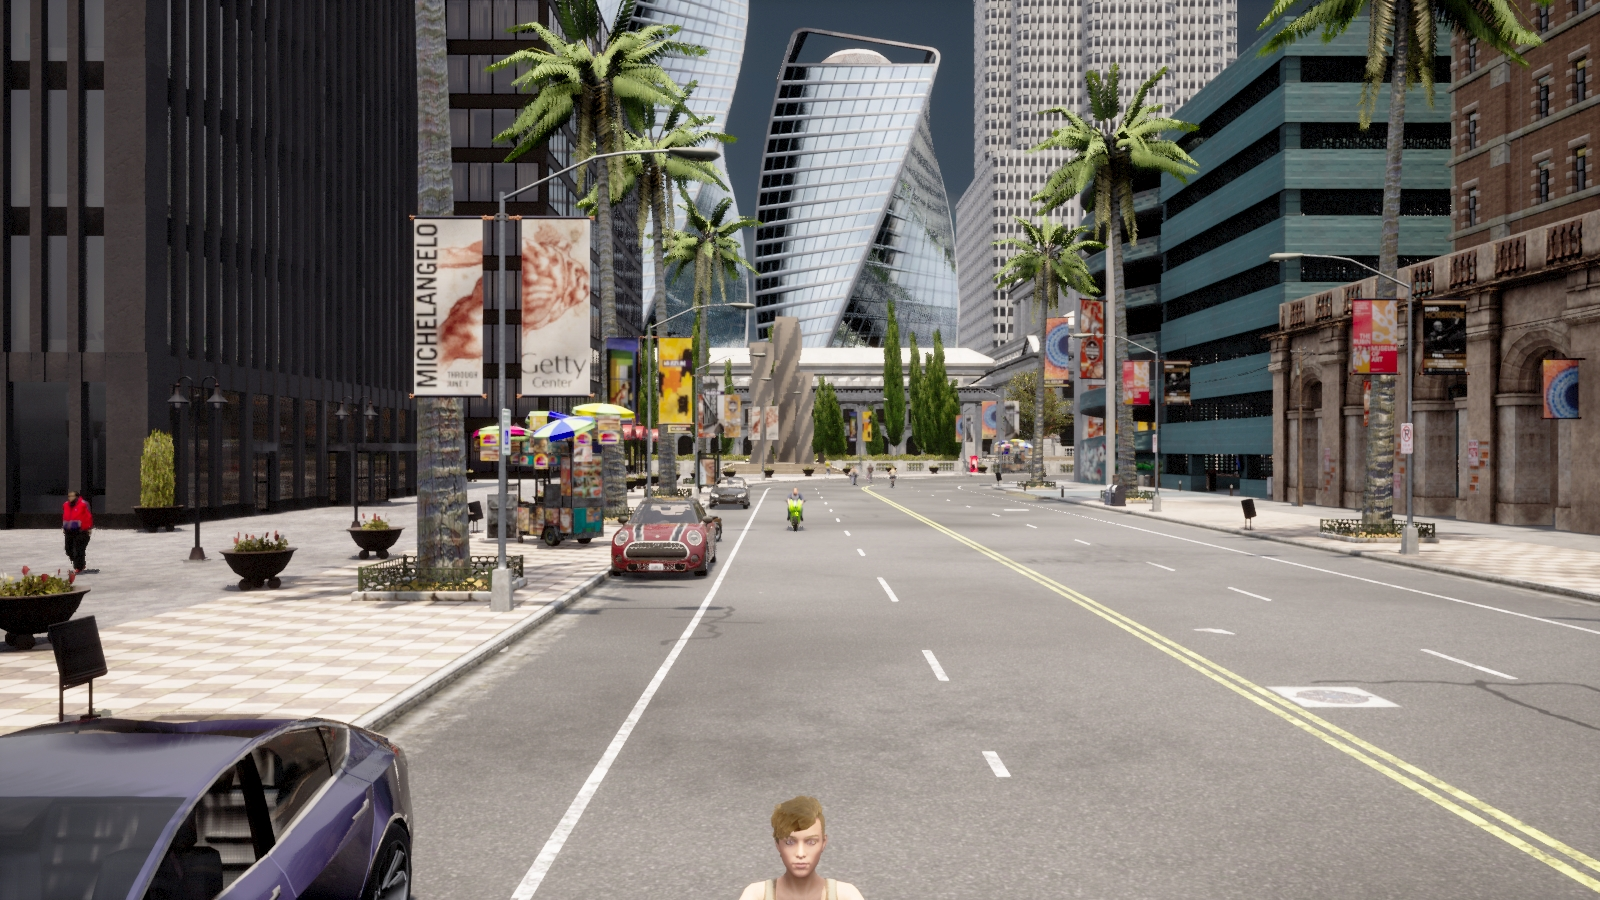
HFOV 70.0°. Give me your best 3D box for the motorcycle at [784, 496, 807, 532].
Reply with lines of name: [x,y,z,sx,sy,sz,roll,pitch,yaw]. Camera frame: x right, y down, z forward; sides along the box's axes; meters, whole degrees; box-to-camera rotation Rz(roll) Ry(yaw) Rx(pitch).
motorcycle: [-0.158,2.229,39.941,0.803,1.145,2.033,0,0,-1]

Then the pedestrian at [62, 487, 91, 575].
pedestrian: [-15.474,1.724,24.450,0.375,1.860,0.375,0,0,3]

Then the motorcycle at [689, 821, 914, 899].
motorcycle: [0.005,2.172,3.546,0.764,1.277,2.356,0,0,0]
